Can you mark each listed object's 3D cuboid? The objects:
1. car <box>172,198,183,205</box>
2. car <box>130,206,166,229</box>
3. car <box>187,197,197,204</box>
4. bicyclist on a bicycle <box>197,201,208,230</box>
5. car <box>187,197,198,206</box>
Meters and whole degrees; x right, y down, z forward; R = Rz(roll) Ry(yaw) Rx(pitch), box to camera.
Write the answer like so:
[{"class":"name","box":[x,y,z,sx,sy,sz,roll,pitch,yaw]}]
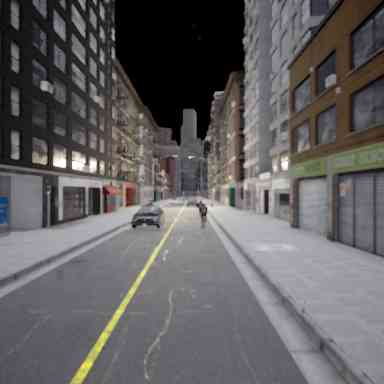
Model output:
[{"class":"car","box":[-2.731,1.859,62.490,1.895,1.301,4.718,0,0,1]},{"class":"car","box":[-2.835,1.630,22.602,2.033,1.411,5.357,0,0,0]},{"class":"car","box":[0.051,1.849,75.550,2.128,1.511,4.902,0,0,0]},{"class":"bicyclist on a bicycle","box":[0.769,1.530,20.963,0.582,1.620,1.656,0,0,0]},{"class":"car","box":[0.074,1.787,58.604,2.033,1.411,5.357,0,0,1]}]
